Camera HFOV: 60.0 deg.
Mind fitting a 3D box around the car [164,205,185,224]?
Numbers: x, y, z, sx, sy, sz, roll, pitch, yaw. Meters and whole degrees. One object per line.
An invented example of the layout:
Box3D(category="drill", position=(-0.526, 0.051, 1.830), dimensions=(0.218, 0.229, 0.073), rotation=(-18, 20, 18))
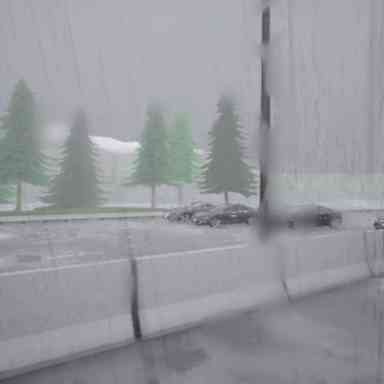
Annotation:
Box3D(category="car", position=(0.299, 1.486, 24.684), dimensions=(4.902, 1.511, 2.128), rotation=(0, 0, -30))

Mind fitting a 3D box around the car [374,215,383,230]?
Box3D(category="car", position=(12.823, 1.590, 19.583), dimensions=(4.674, 1.442, 1.812), rotation=(0, 0, -26))

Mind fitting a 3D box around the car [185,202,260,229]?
Box3D(category="car", position=(2.263, 1.511, 21.775), dimensions=(4.892, 1.490, 1.837), rotation=(0, 0, -30))

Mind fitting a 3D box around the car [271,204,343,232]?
Box3D(category="car", position=(7.047, 1.510, 20.470), dimensions=(5.008, 1.535, 1.882), rotation=(0, 0, -28))
